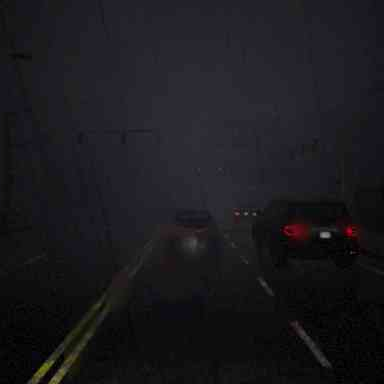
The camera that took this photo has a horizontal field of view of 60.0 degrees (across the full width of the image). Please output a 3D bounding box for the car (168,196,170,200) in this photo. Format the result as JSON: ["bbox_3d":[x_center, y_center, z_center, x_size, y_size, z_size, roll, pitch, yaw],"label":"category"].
[{"bbox_3d":[-7.000,1.578,88.032,1.895,1.301,4.718,0,0,0],"label":"car"}]

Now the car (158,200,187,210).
[{"bbox_3d":[-1.255,1.600,27.474,1.895,1.301,4.718,0,0,-16],"label":"car"}]

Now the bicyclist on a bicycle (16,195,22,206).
[{"bbox_3d":[-25.298,1.298,48.761,0.582,1.620,1.656,0,0,0],"label":"bicyclist on a bicycle"}]

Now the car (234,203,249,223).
[{"bbox_3d":[4.331,1.547,25.248,2.033,1.411,5.357,0,0,14],"label":"car"}]

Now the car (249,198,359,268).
[{"bbox_3d":[3.547,1.221,11.398,2.150,2.045,5.566,0,0,1],"label":"car"}]

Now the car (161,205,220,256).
[{"bbox_3d":[0.063,1.489,13.151,2.128,1.511,4.902,0,0,0],"label":"car"}]

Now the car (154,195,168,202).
[{"bbox_3d":[-7.000,1.352,72.014,2.097,1.767,4.553,0,0,0],"label":"car"}]
